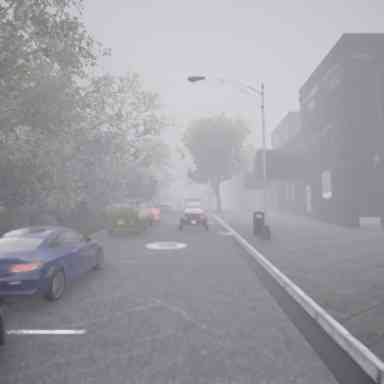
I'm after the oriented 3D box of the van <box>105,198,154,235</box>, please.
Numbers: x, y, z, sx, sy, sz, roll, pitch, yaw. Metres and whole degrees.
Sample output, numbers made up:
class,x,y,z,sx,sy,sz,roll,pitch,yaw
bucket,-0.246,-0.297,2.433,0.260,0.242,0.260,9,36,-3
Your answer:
class,x,y,z,sx,sy,sz,roll,pitch,yaw
van,-3.647,1.371,19.572,1.878,1.987,4.442,0,0,2

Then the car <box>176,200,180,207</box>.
class,x,y,z,sx,sy,sz,roll,pitch,yaw
car,-3.631,2.361,52.830,2.097,1.535,5.008,1,-2,2

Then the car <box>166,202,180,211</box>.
class,x,y,z,sx,sy,sz,roll,pitch,yaw
car,-3.640,2.759,63.991,2.163,1.488,4.792,0,-2,2

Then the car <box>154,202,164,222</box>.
class,x,y,z,sx,sy,sz,roll,pitch,yaw
car,-3.651,1.503,24.994,2.185,1.767,4.553,0,0,2

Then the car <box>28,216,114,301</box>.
class,x,y,z,sx,sy,sz,roll,pitch,yaw
car,-3.652,1.570,8.310,2.002,1.452,4.674,0,0,2

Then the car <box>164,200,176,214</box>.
class,x,y,z,sx,sy,sz,roll,pitch,yaw
car,-3.630,2.024,41.726,2.163,1.488,4.792,1,-2,2

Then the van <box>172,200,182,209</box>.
class,x,y,z,sx,sy,sz,roll,pitch,yaw
van,-3.617,3.030,80.795,1.878,1.987,4.442,1,-1,2

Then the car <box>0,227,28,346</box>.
class,x,y,z,sx,sy,sz,roll,pitch,yaw
car,-3.654,1.371,2.712,2.185,1.767,4.553,0,0,2

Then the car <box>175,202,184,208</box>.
class,x,y,z,sx,sy,sz,roll,pitch,yaw
car,-3.393,3.579,92.037,2.231,1.521,4.892,0,-1,2

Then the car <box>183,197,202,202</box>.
class,x,y,z,sx,sy,sz,roll,pitch,yaw
car,0.105,1.696,40.627,2.150,2.045,5.566,0,-2,0

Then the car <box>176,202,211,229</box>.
class,x,y,z,sx,sy,sz,roll,pitch,yaw
car,0.103,1.659,22.375,1.812,1.442,4.674,0,0,0
